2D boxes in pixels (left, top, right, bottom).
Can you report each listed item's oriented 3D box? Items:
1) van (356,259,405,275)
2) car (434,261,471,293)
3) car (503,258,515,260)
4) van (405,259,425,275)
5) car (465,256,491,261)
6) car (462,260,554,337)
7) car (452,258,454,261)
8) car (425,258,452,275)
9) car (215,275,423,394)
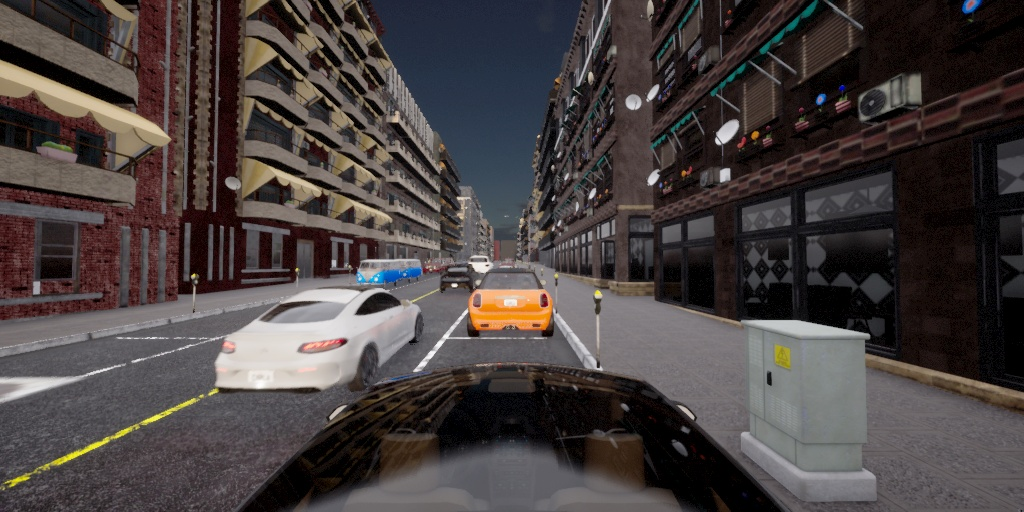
[{"bbox_3d":[-8.335,1.108,22.603,1.690,1.789,3.998,0,0,0],"label":"van"},{"bbox_3d":[-2.974,1.271,21.109,1.837,1.490,4.892,0,0,1],"label":"car"},{"bbox_3d":[-0.445,1.240,39.134,1.967,1.591,4.097,0,0,0],"label":"car"},{"bbox_3d":[-8.335,1.118,28.134,1.690,1.789,3.998,0,0,0],"label":"van"},{"bbox_3d":[-2.986,1.014,34.964,2.150,2.045,5.566,0,0,1],"label":"car"},{"bbox_3d":[-0.033,1.108,10.473,2.097,1.767,4.553,0,0,0],"label":"car"},{"bbox_3d":[-5.818,1.303,43.955,2.128,1.511,4.902,0,0,1],"label":"car"},{"bbox_3d":[-8.335,1.115,39.194,2.192,1.841,5.009,0,0,0],"label":"car"},{"bbox_3d":[-3.020,1.278,6.622,1.812,1.442,4.674,0,0,0],"label":"car"}]
